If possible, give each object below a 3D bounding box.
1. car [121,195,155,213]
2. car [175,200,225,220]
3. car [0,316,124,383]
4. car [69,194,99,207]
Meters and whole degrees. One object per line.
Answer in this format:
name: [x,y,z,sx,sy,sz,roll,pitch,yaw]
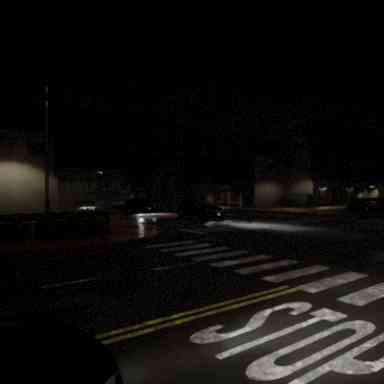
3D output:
car: [-5.671,1.404,35.289,1.837,1.490,4.892,0,0,-36]
car: [0.559,1.389,26.725,2.128,1.511,4.902,0,0,-36]
car: [-2.779,1.500,1.798,4.902,1.511,2.128,0,0,-35]
car: [-16.336,1.447,50.053,2.033,1.411,5.357,0,0,-36]
